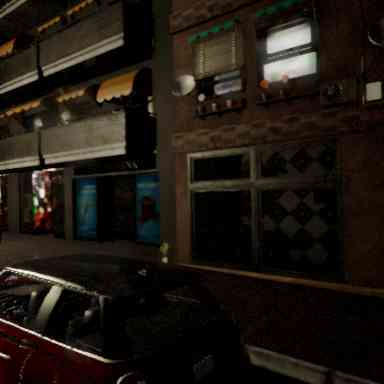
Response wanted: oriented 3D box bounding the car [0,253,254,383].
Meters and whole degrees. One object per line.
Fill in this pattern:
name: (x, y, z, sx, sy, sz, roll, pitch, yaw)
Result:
car: (-1.481, 1.442, 3.811, 4.097, 1.590, 1.967, 0, -1, 36)
